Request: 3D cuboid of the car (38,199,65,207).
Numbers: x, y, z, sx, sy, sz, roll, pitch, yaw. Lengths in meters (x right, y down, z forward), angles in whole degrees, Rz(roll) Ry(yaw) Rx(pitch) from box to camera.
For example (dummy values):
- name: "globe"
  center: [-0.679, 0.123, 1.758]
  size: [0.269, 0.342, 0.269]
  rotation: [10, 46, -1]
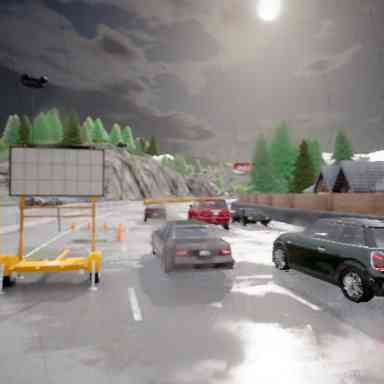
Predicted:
- name: "car"
  center: [-24.590, 1.964, 59.348]
  size: [2.033, 1.411, 5.357]
  rotation: [0, -1, 5]

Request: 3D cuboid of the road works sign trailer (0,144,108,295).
- name: "road works sign trailer"
  center: [-3.593, 0.530, 9.036]
  size: [2.380, 3.560, 2.880]
  rotation: [0, -1, -11]

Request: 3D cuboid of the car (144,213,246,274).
- name: "car"
  center: [-0.233, 1.650, 11.038]
  size: [2.033, 1.411, 5.357]
  rotation: [0, -1, -13]

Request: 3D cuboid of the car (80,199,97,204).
- name: "car"
  center: [-20.322, 2.033, 66.051]
  size: [2.033, 1.411, 5.357]
  rotation: [0, -1, 6]

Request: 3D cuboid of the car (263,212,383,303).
- name: "car"
  center: [3.963, 1.457, 8.797]
  size: [2.097, 1.767, 4.553]
  rotation: [0, -1, -14]

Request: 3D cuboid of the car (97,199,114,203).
- name: "car"
  center: [-16.713, 2.071, 66.681]
  size: [1.994, 1.385, 4.181]
  rotation: [0, -1, 6]

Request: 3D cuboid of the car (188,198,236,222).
- name: "car"
  center: [1.082, 1.446, 23.215]
  size: [2.150, 2.045, 5.566]
  rotation: [0, 0, -8]

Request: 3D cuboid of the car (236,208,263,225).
- name: "car"
  center: [4.306, 1.862, 25.329]
  size: [1.895, 1.301, 4.718]
  rotation: [0, -1, -8]

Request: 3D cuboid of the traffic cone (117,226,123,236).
- name: "traffic cone"
  center: [-3.536, 2.088, 16.178]
  size: [0.340, 0.580, 0.340]
  rotation: [0, -1, -11]

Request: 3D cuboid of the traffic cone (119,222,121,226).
- name: "traffic cone"
  center: [-3.934, 2.103, 18.138]
  size: [0.340, 0.580, 0.340]
  rotation: [0, -1, -11]

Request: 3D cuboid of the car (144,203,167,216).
- name: "car"
  center: [-3.264, 1.738, 29.843]
  size: [1.882, 1.535, 5.008]
  rotation: [0, -1, -6]

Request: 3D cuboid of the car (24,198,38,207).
- name: "car"
  center: [-28.143, 1.880, 58.275]
  size: [2.128, 1.511, 4.902]
  rotation: [0, -1, 5]
